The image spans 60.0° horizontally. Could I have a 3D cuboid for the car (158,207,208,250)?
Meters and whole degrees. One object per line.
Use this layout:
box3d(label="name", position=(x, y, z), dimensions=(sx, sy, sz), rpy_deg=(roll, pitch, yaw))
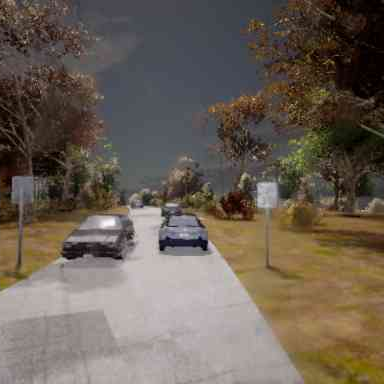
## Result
box3d(label="car", position=(-0.413, 1.587, 14.423), dimensions=(1.994, 1.385, 4.181), rpy_deg=(1, 0, -3))

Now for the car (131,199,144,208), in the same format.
box3d(label="car", position=(-9.010, 1.951, 54.861), dimensions=(2.128, 1.511, 4.902), rpy_deg=(1, -1, -12))

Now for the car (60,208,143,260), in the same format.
box3d(label="car", position=(-3.232, 1.536, 12.596), dimensions=(2.033, 1.411, 5.357), rpy_deg=(1, 0, -3))

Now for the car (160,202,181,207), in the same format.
box3d(label="car", position=(-1.978, 1.665, 31.271), dimensions=(1.812, 1.442, 4.674), rpy_deg=(1, -1, -7))
